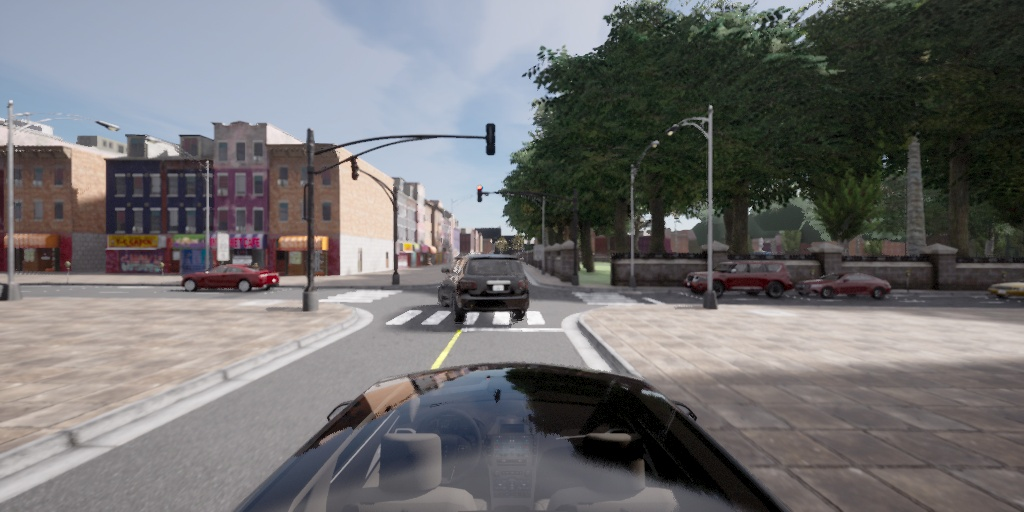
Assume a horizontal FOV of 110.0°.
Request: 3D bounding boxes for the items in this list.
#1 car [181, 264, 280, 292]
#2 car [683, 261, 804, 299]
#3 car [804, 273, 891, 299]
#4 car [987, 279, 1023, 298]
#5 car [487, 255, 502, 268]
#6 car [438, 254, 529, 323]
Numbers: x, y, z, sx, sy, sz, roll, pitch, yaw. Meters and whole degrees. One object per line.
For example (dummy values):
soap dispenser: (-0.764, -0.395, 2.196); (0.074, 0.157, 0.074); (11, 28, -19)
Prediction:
car: (-14.711, 1.124, 18.804); (4.507, 1.381, 1.888); (0, 0, 0)
car: (11.717, 1.179, 18.704); (5.009, 1.841, 2.192); (0, 0, 0)
car: (17.165, 1.509, 18.684); (4.207, 1.307, 1.802); (0, 0, 0)
car: (27.893, 1.585, 18.643); (4.829, 1.417, 1.751); (0, 0, 0)
car: (-2.784, 0.859, 58.777); (2.150, 2.045, 5.566); (0, 0, 1)
car: (-1.129, 0.964, 12.392); (2.150, 2.045, 5.566); (1, 0, -16)
